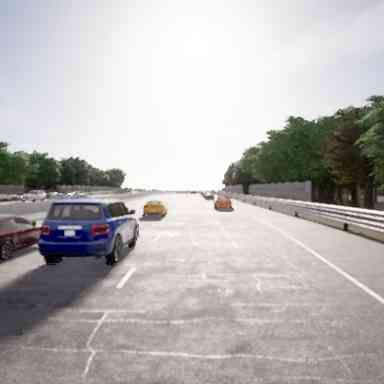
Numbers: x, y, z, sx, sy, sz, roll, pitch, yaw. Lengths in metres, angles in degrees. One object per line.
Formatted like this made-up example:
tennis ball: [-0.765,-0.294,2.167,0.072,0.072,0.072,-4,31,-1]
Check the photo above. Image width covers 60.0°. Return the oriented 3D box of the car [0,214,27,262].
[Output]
car: [-6.854,1.521,12.067,1.812,1.442,4.674,0,0,0]

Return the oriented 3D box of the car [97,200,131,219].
car: [-6.783,1.466,29.332,1.994,1.385,4.181,0,1,0]

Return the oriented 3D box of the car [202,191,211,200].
car: [3.792,0.913,70.455,2.128,1.511,4.902,0,1,0]

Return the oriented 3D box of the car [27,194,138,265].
car: [-3.356,1.219,11.845,2.150,2.045,5.566,0,0,0]

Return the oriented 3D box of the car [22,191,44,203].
car: [-27.770,0.799,58.674,2.150,2.045,5.566,0,1,1]

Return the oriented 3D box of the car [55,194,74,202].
car: [-24.239,1.070,63.581,1.994,1.385,4.181,0,1,0]

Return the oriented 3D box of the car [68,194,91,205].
car: [-17.353,1.173,51.660,1.837,1.490,4.892,0,1,1]

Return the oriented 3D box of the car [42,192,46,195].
car: [-20.848,1.159,51.674,2.128,1.511,4.902,0,1,1]

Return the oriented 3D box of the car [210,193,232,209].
car: [3.762,1.138,41.501,2.097,1.767,4.553,0,1,0]

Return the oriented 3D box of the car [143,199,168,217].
car: [-3.279,1.372,30.271,1.882,1.535,5.008,0,1,0]
